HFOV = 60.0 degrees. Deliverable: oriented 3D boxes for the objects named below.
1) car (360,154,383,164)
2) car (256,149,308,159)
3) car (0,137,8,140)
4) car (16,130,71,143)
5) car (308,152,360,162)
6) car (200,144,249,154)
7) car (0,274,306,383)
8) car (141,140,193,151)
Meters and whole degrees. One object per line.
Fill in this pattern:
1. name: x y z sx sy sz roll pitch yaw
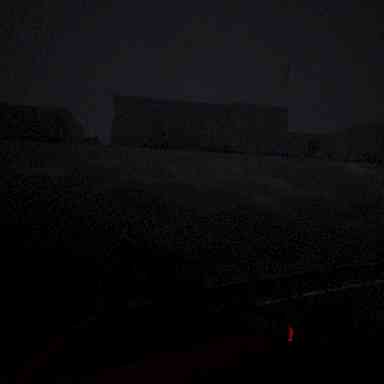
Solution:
1. car: 19.437 -3.138 35.365 4.553 1.767 2.185 3 -2 -12
2. car: 8.592 -3.516 33.162 4.674 1.452 2.002 3 -2 -10
3. car: -18.567 -4.705 28.995 4.674 1.452 2.002 2 -1 -8
4. car: -13.132 -4.643 29.808 4.553 1.767 2.185 2 -1 -8
5. car: 14.036 -3.285 34.207 5.008 1.535 2.097 3 -2 -11
6. car: 3.129 -3.819 32.236 4.892 1.521 2.231 3 -2 -9
7. car: -0.950 1.553 2.986 4.181 1.385 1.994 0 0 -32
8. car: -2.324 -4.062 31.415 4.892 1.521 2.231 2 -1 -8
